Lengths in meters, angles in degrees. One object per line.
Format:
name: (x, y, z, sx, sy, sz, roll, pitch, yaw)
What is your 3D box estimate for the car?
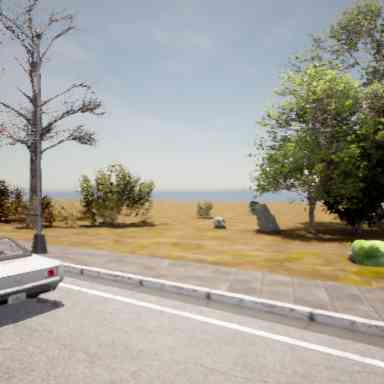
car: (-4.964, 1.581, 7.021, 4.718, 1.301, 1.895, 0, 0, 31)
